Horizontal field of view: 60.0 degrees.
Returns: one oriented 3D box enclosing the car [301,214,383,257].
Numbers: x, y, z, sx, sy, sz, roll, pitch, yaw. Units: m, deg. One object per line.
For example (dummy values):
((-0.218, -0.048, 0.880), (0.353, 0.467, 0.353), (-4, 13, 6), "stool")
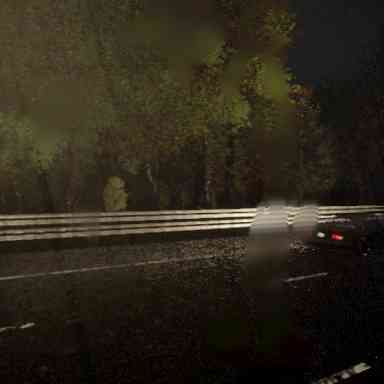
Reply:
((6.682, 1.562, 12.891), (5.357, 1.411, 2.033), (0, 0, -30), "car")
